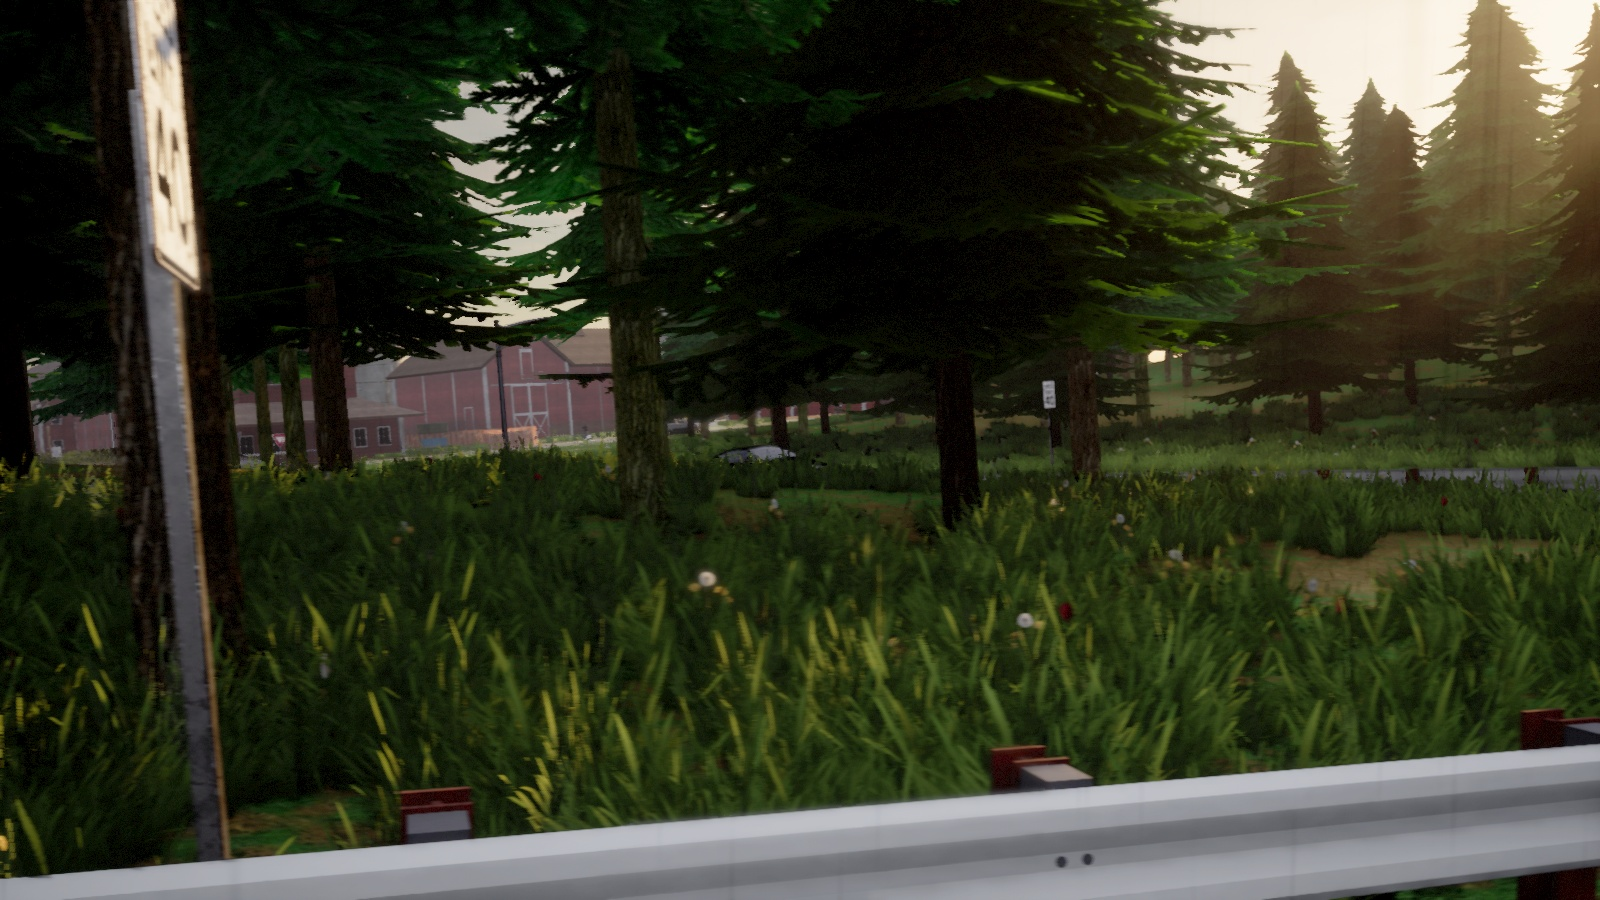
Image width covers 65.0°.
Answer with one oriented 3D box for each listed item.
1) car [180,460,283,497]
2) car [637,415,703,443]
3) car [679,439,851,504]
[{"bbox_3d":[-32.245,1.600,71.310,4.902,1.511,2.128,-8,4,-35],"label":"car"},{"bbox_3d":[-9.906,-1.616,96.082,2.242,1.667,4.611,-3,3,42],"label":"car"},{"bbox_3d":[-0.966,0.589,32.962,4.181,1.385,1.994,-3,3,42],"label":"car"}]
